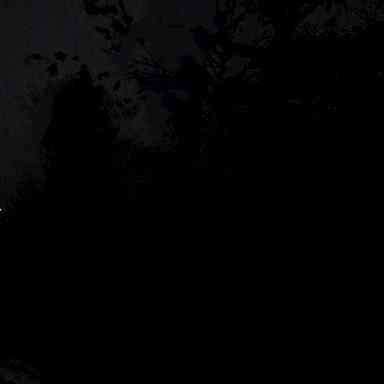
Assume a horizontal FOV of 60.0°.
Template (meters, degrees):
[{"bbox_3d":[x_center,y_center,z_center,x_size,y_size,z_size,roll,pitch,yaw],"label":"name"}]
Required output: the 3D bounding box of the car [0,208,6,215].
[{"bbox_3d":[-28.000,2.527,46.294,1.812,1.442,4.674,0,-2,-13],"label":"car"}]

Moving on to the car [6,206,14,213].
[{"bbox_3d":[-30.379,2.964,56.073,1.895,1.301,4.718,0,-2,-14],"label":"car"}]
